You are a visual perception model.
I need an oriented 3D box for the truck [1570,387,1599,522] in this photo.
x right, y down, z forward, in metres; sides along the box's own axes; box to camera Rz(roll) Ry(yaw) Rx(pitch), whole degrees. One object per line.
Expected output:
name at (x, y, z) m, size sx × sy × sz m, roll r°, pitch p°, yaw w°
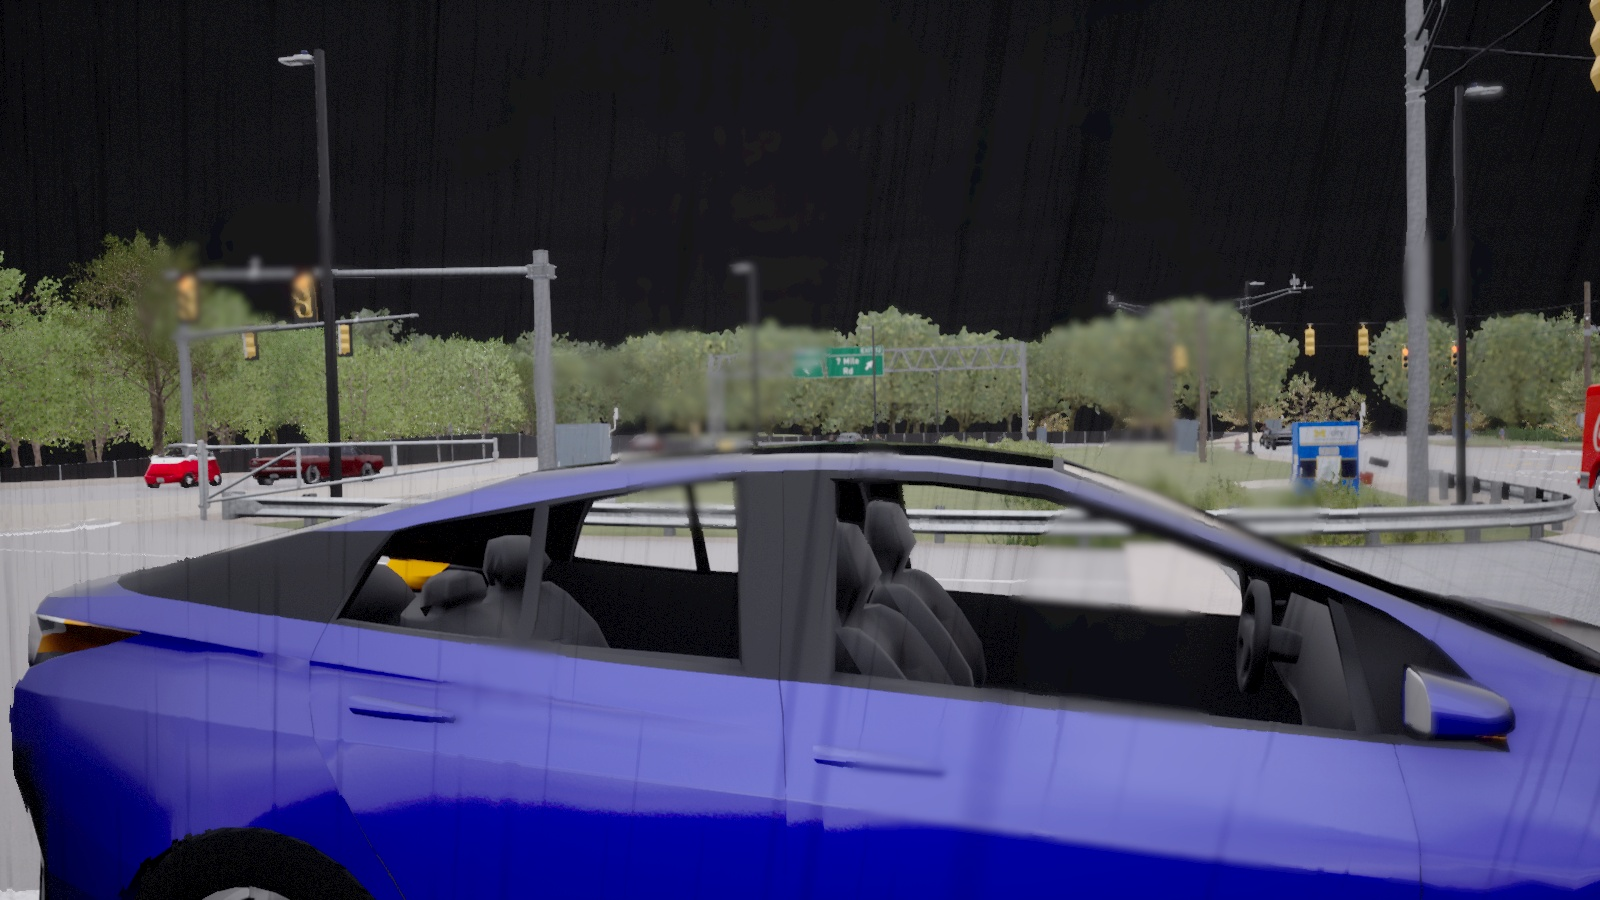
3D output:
truck at (15.655, 0.085, 21.615) m, size 2.627 × 2.467 × 5.204 m, roll -1°, pitch 1°, yaw 14°

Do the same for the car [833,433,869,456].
car at (3.599, -0.409, 88.238) m, size 1.789 × 1.549 × 3.705 m, roll -1°, pitch 0°, yaw 14°

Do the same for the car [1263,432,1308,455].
car at (29.086, -0.431, 75.374) m, size 1.895 × 1.301 × 4.718 m, roll -1°, pitch 1°, yaw 13°

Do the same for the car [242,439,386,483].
car at (-15.389, 0.327, 40.065) m, size 1.895 × 1.301 × 4.718 m, roll -1°, pitch 0°, yaw 14°

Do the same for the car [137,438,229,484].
car at (-19.210, 0.338, 39.175) m, size 1.481 × 1.376 × 2.207 m, roll -1°, pitch 0°, yaw 14°

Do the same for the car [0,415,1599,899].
car at (0.357, 0.702, 3.251) m, size 4.514 × 1.525 × 2.007 m, roll -1°, pitch 1°, yaw 12°
